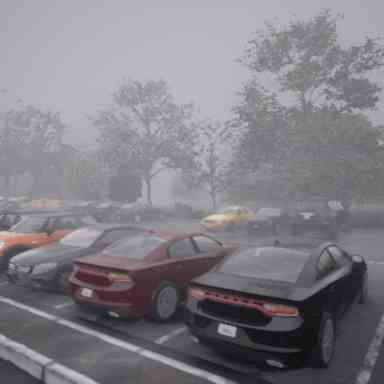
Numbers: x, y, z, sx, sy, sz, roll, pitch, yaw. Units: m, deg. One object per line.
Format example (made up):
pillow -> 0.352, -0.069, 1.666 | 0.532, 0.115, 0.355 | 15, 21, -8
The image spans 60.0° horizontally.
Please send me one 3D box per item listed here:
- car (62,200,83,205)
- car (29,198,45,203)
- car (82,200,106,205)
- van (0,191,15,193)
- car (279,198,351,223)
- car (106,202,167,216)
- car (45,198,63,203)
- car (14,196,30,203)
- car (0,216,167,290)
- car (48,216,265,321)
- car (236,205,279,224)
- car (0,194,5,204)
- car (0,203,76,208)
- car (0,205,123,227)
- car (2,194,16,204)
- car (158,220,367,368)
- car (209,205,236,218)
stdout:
car -> -8.616, 1.543, 29.923 | 2.097, 1.535, 5.008 | 1, 1, 36
car -> -12.909, 1.447, 33.278 | 1.946, 1.575, 5.366 | 2, 1, 36
car -> -6.359, 1.575, 28.283 | 2.097, 1.535, 5.008 | 1, 0, 36
van -> -24.374, 0.826, 41.223 | 1.878, 1.987, 4.442 | 2, 2, 36
car -> 7.195, 1.338, 18.476 | 2.435, 2.045, 5.566 | -1, 0, 36
car -> -3.999, 1.601, 26.567 | 2.231, 1.521, 4.892 | 1, 0, 36
car -> -10.888, 1.531, 31.544 | 2.163, 1.488, 4.792 | 1, 1, 36
car -> -15.170, 1.383, 34.921 | 1.946, 1.575, 5.366 | 2, 1, 36
car -> -2.626, 1.651, 9.412 | 2.002, 1.452, 4.674 | -1, 0, 36
car -> -0.375, 1.591, 7.765 | 2.097, 1.535, 5.008 | -1, 0, 36
car -> 4.927, 1.608, 20.096 | 2.097, 1.535, 5.008 | 0, 0, 36
car -> -19.892, 1.266, 38.126 | 2.002, 1.452, 4.674 | 2, 1, 36
car -> -7.114, 1.499, 12.708 | 2.185, 1.767, 4.553 | 0, 0, 36
car -> -4.864, 1.496, 11.074 | 2.185, 1.767, 4.553 | 0, 0, 36
car -> -17.521, 1.342, 36.436 | 2.163, 1.488, 4.792 | 2, 1, 36
car -> 1.882, 1.563, 6.127 | 2.097, 1.535, 5.008 | -1, 0, 36
car -> 2.558, 1.616, 21.581 | 1.946, 1.575, 5.366 | 0, 0, 36
